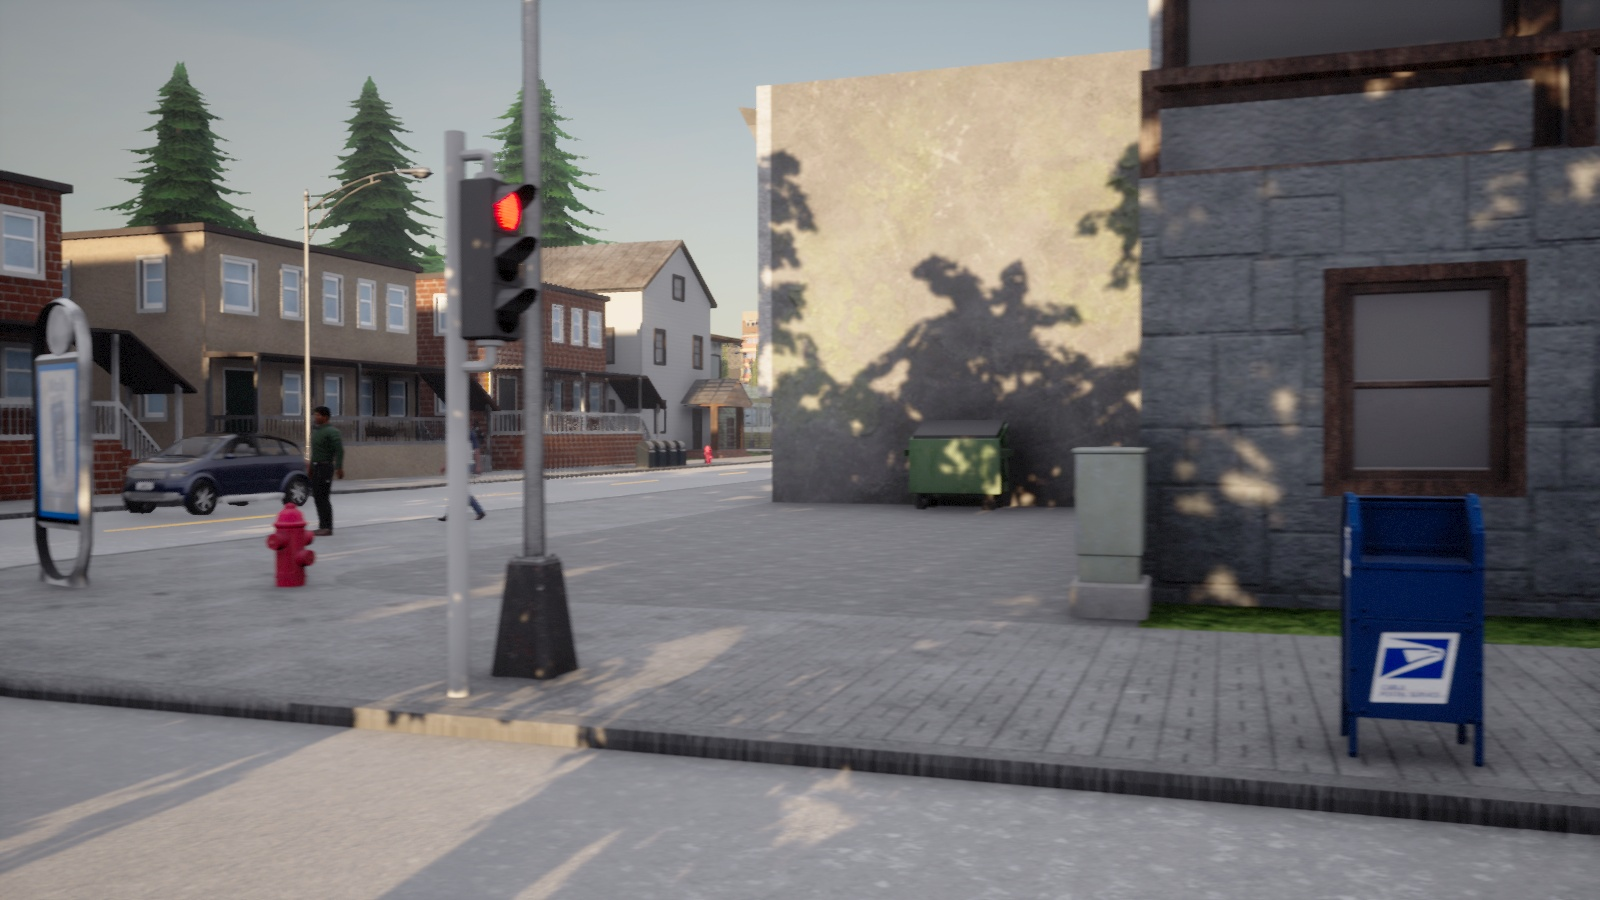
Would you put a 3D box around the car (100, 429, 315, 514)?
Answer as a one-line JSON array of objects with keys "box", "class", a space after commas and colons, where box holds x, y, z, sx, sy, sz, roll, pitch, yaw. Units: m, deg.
[{"box": [-11.634, 0.362, 24.928, 1.789, 1.549, 3.705, 1, 1, 19], "class": "car"}]

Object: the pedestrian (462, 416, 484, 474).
[{"box": [-10.850, -0.173, 41.697, 0.402, 1.930, 0.666, 1, 1, 18], "class": "pedestrian"}]

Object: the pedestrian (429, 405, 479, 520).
[{"box": [-5.603, 0.189, 20.365, 0.354, 1.836, 0.706, 1, 1, 37], "class": "pedestrian"}]

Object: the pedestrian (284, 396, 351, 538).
[{"box": [-6.793, 0.227, 17.687, 0.788, 1.949, 0.423, -1, 1, -42], "class": "pedestrian"}]
